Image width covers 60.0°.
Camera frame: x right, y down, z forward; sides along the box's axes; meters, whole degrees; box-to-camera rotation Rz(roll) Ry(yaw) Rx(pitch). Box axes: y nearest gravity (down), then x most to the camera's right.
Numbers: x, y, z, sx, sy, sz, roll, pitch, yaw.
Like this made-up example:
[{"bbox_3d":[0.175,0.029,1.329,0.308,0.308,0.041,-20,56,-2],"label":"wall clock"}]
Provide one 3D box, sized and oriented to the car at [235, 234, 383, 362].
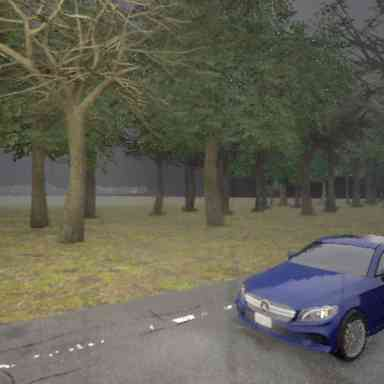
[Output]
[{"bbox_3d":[2.901,1.548,6.051,4.674,1.442,1.812,0,0,-35],"label":"car"}]
